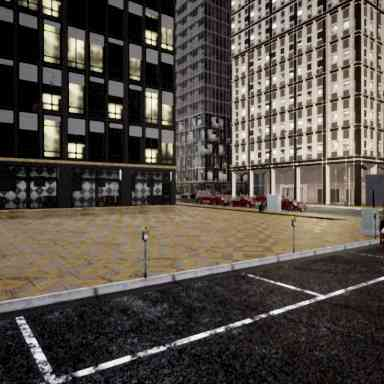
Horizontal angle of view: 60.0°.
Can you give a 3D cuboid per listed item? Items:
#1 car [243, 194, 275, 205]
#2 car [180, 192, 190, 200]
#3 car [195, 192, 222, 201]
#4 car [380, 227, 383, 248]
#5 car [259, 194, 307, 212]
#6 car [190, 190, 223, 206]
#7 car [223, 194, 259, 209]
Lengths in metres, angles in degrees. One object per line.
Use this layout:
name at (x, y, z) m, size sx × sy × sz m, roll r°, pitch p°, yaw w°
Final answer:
car at (9.237, 0.984, 45.919) m, size 1.802 × 1.307 × 4.206 m, roll 1°, pitch 0°, yaw -36°
car at (-0.511, 0.645, 59.516) m, size 1.947 × 1.339 × 4.313 m, roll 1°, pitch 0°, yaw -36°
car at (2.641, 0.709, 55.122) m, size 1.752 × 1.417 × 4.829 m, roll 1°, pitch 0°, yaw -36°
car at (9.155, 1.440, 13.094) m, size 4.097 × 1.590 × 1.967 m, roll 0°, pitch 0°, yaw -36°
car at (8.963, 1.070, 31.926) m, size 1.967 × 1.590 × 4.097 m, roll 1°, pitch 0°, yaw -36°
car at (2.470, 0.730, 40.985) m, size 2.192 × 1.841 × 5.009 m, roll 1°, pitch 0°, yaw -36°
car at (5.711, 1.104, 36.456) m, size 1.802 × 1.307 × 4.206 m, roll 1°, pitch 0°, yaw -36°
